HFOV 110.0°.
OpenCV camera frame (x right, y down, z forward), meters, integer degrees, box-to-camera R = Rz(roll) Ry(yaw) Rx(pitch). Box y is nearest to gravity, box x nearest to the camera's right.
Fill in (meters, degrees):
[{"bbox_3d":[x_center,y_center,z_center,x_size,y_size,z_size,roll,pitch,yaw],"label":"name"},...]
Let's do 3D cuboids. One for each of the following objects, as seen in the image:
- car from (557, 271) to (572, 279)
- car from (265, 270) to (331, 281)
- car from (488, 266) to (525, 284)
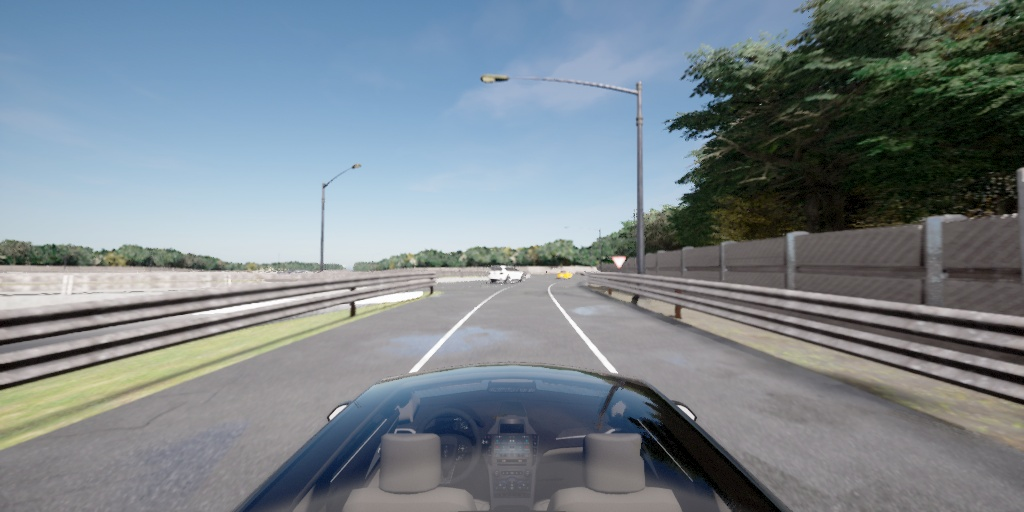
[{"bbox_3d":[9.298,3.316,63.210,1.882,1.535,5.008,-1,-2,20],"label":"car"},{"bbox_3d":[-13.990,1.713,24.472,2.128,1.511,4.902,-2,-3,43],"label":"car"},{"bbox_3d":[-0.558,2.188,42.133,2.150,2.045,5.566,-1,-3,31],"label":"car"}]
